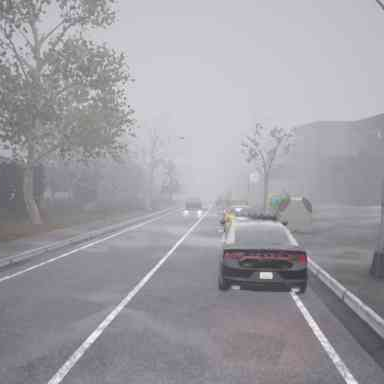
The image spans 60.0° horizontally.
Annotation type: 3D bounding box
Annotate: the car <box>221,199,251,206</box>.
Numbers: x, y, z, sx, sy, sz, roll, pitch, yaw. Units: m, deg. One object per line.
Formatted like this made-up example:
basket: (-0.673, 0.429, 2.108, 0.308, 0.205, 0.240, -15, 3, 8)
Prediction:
car: (2.770, 1.405, 19.117, 1.801, 1.575, 5.366, 1, 0, 6)

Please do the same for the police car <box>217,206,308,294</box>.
police car: (1.716, 1.414, 9.045, 1.930, 1.638, 5.238, 1, 0, 6)

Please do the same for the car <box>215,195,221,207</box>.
car: (4.462, 1.163, 48.046, 2.097, 1.767, 4.553, 0, 0, 3)

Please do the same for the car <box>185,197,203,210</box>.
car: (0.251, 1.299, 39.986, 1.882, 1.535, 5.008, 1, 0, 5)

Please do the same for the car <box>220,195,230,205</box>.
car: (3.375, 1.277, 24.893, 2.097, 1.767, 4.553, 1, 0, 6)
